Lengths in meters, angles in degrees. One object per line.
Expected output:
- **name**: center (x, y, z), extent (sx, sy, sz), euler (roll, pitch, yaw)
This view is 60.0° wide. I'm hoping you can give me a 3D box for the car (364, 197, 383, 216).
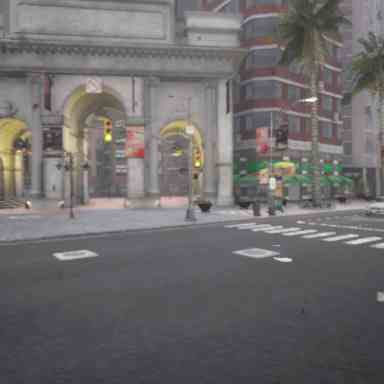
- **car**: center (14.782, 1.053, 24.899), extent (4.674, 1.442, 1.812), euler (-1, 1, -35)
